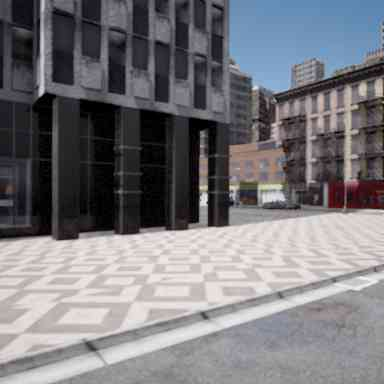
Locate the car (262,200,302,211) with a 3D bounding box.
[{"bbox_3d":[11.704,1.789,43.576,2.033,1.411,5.357,0,-1,-36],"label":"car"}]

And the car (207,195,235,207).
[{"bbox_3d":[5.010,1.572,58.048,2.150,2.045,5.566,0,0,-36],"label":"car"}]
